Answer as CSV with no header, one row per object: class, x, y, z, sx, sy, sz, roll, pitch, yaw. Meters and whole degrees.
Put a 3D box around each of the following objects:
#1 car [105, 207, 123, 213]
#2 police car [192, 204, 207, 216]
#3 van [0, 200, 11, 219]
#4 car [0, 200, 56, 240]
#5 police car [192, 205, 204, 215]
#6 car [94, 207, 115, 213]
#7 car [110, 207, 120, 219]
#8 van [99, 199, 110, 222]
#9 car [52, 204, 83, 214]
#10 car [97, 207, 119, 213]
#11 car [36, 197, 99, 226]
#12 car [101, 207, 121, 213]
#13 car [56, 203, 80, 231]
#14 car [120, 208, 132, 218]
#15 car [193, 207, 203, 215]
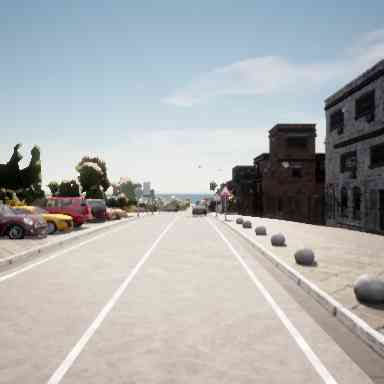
car,-21.758,5.055,92.803,4.674,1.452,2.002,0,-3,0
police car,1.001,2.507,45.658,1.930,1.638,5.238,0,-3,0
van,-21.705,1.828,34.892,4.442,1.987,1.878,0,-2,0
car,-9.469,1.381,16.201,4.553,1.767,2.185,0,-1,-1
police car,1.029,3.047,55.653,1.930,1.638,5.238,0,-3,0
car,-21.800,4.536,83.119,4.674,1.452,2.002,0,-3,0
car,-9.569,1.800,31.377,4.553,1.767,2.185,0,-2,0
van,-9.641,1.601,28.345,4.442,1.987,1.878,0,-2,0
car,-21.941,3.067,58.827,4.553,1.767,2.185,0,-3,0
car,-21.783,4.672,86.392,4.892,1.521,2.231,0,-3,0
car,-9.519,1.395,22.156,5.566,2.045,2.435,0,-2,0
car,-21.779,4.847,89.661,5.008,1.535,2.097,0,-3,0
car,-9.469,1.578,19.233,5.008,1.535,2.097,0,-1,-1
car,-9.366,2.028,34.290,5.366,1.575,1.946,0,-2,0
car,1.051,3.475,61.534,1.812,1.442,4.674,0,-3,0
